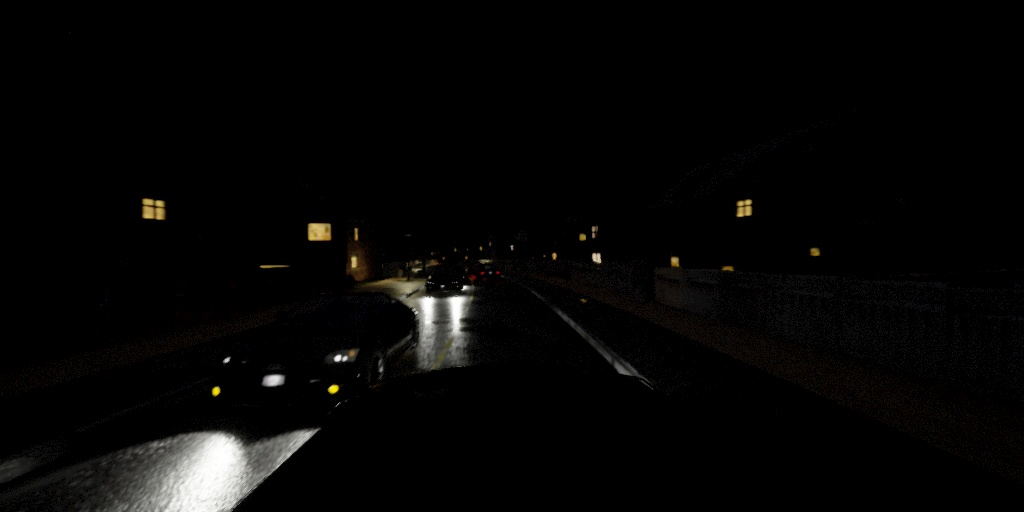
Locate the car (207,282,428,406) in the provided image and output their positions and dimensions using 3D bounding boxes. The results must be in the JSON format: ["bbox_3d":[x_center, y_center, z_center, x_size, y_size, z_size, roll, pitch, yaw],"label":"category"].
[{"bbox_3d":[-2.984,1.345,6.386,1.994,1.385,4.181,0,0,-2],"label":"car"}]

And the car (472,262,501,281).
[{"bbox_3d":[-2.076,1.388,30.913,2.033,1.411,5.357,-1,0,-9],"label":"car"}]

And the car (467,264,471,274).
[{"bbox_3d":[-4.496,1.458,28.434,2.033,1.411,5.357,-1,0,-8],"label":"car"}]

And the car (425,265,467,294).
[{"bbox_3d":[-3.822,1.332,20.950,1.837,1.490,4.892,-1,0,-5],"label":"car"}]
